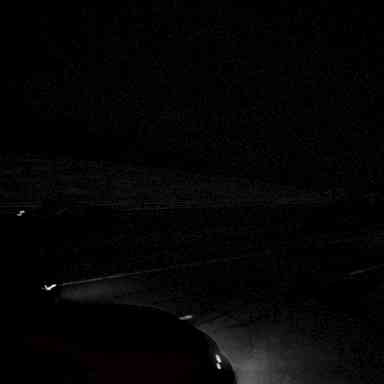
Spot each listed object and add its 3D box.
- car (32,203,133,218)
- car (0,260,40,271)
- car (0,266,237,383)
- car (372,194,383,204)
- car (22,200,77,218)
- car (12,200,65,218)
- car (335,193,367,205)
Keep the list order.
[{"bbox_3d":[-5.397,1.506,17.351,4.892,1.490,1.837,0,0,-36],"label":"car"},{"bbox_3d":[-4.531,1.504,4.814,4.892,1.490,1.837,0,0,-35],"label":"car"},{"bbox_3d":[-1.631,1.564,2.584,4.181,1.385,1.994,0,0,-36],"label":"car"},{"bbox_3d":[26.967,1.215,45.659,5.566,2.045,2.150,0,0,-37],"label":"car"},{"bbox_3d":[-7.336,1.493,20.268,4.902,1.511,2.128,0,0,-36],"label":"car"},{"bbox_3d":[-9.782,1.353,22.822,4.553,1.767,2.097,0,0,-36],"label":"car"},{"bbox_3d":[22.375,1.213,46.604,5.566,2.045,2.150,0,0,-37],"label":"car"}]
